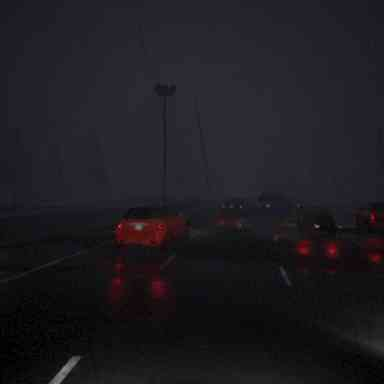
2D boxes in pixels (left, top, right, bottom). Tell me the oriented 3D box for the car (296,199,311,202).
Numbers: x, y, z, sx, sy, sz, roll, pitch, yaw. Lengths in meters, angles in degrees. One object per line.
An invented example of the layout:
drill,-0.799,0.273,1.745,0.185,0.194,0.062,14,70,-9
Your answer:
car,12.948,1.495,39.290,1.994,1.385,4.181,0,0,28

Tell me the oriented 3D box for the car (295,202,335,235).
car,6.873,1.494,18.597,1.812,1.442,4.674,0,0,18

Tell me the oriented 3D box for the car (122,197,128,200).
car,-9.240,1.400,50.066,1.882,1.535,5.008,0,0,29

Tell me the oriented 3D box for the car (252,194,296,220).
car,7.041,1.174,28.155,2.150,2.045,5.566,0,0,25

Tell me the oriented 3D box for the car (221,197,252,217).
car,4.348,1.298,30.463,2.097,1.767,4.553,0,0,26

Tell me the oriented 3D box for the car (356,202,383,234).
car,10.631,1.319,18.670,2.097,1.767,4.553,0,0,19

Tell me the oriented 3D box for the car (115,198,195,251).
car,-1.507,1.327,14.334,2.097,1.767,4.553,0,0,12

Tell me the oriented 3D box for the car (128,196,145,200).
car,-6.658,1.480,47.517,1.994,1.385,4.181,0,0,29

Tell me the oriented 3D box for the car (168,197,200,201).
car,-0.724,1.401,43.787,1.882,1.535,5.008,0,0,29
